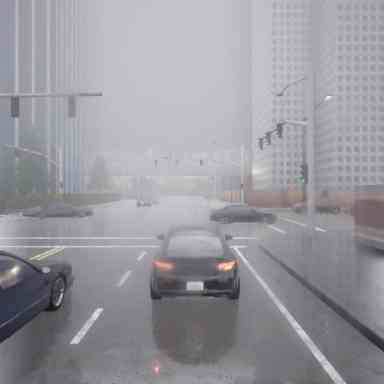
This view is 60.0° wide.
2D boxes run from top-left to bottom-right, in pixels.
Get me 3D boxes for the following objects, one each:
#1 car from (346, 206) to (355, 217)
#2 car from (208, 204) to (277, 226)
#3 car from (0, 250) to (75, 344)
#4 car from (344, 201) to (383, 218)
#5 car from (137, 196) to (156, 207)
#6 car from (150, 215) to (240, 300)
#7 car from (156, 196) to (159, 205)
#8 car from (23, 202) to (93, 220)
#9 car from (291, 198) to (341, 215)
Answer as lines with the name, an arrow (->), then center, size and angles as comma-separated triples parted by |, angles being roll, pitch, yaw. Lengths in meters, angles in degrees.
car -> 15.093, 1.505, 26.277 | 4.892, 1.490, 1.837 | 0, 0, 0
car -> 3.434, 1.526, 22.741 | 4.674, 1.442, 1.812 | 0, 0, -1
car -> -3.446, 1.547, 4.690 | 2.033, 1.411, 5.357 | 0, 0, 0
car -> 16.852, 1.547, 29.974 | 5.357, 1.411, 2.033 | 0, 0, 0
car -> -7.147, 1.491, 50.240 | 2.128, 1.511, 4.902 | 0, 0, 0
car -> 0.069, 1.526, 8.286 | 1.812, 1.442, 4.674 | 0, 0, 0
car -> -7.132, 1.491, 60.301 | 2.128, 1.511, 4.902 | 0, 0, 0
car -> -11.164, 1.548, 27.930 | 5.357, 1.411, 2.033 | 0, 0, -21
car -> 12.378, 1.352, 33.492 | 4.553, 1.767, 2.097 | 0, 0, 0
